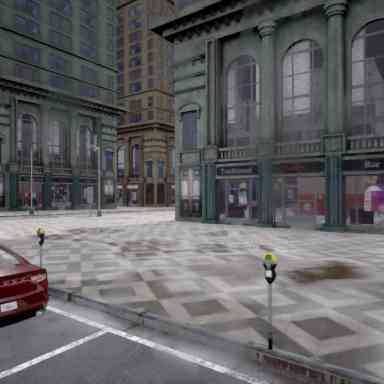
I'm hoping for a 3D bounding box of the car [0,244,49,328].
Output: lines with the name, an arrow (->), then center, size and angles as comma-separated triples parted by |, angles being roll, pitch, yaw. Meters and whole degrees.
car -> -4.493, 1.546, 6.170 | 4.507, 1.381, 1.887 | 0, 0, 35
